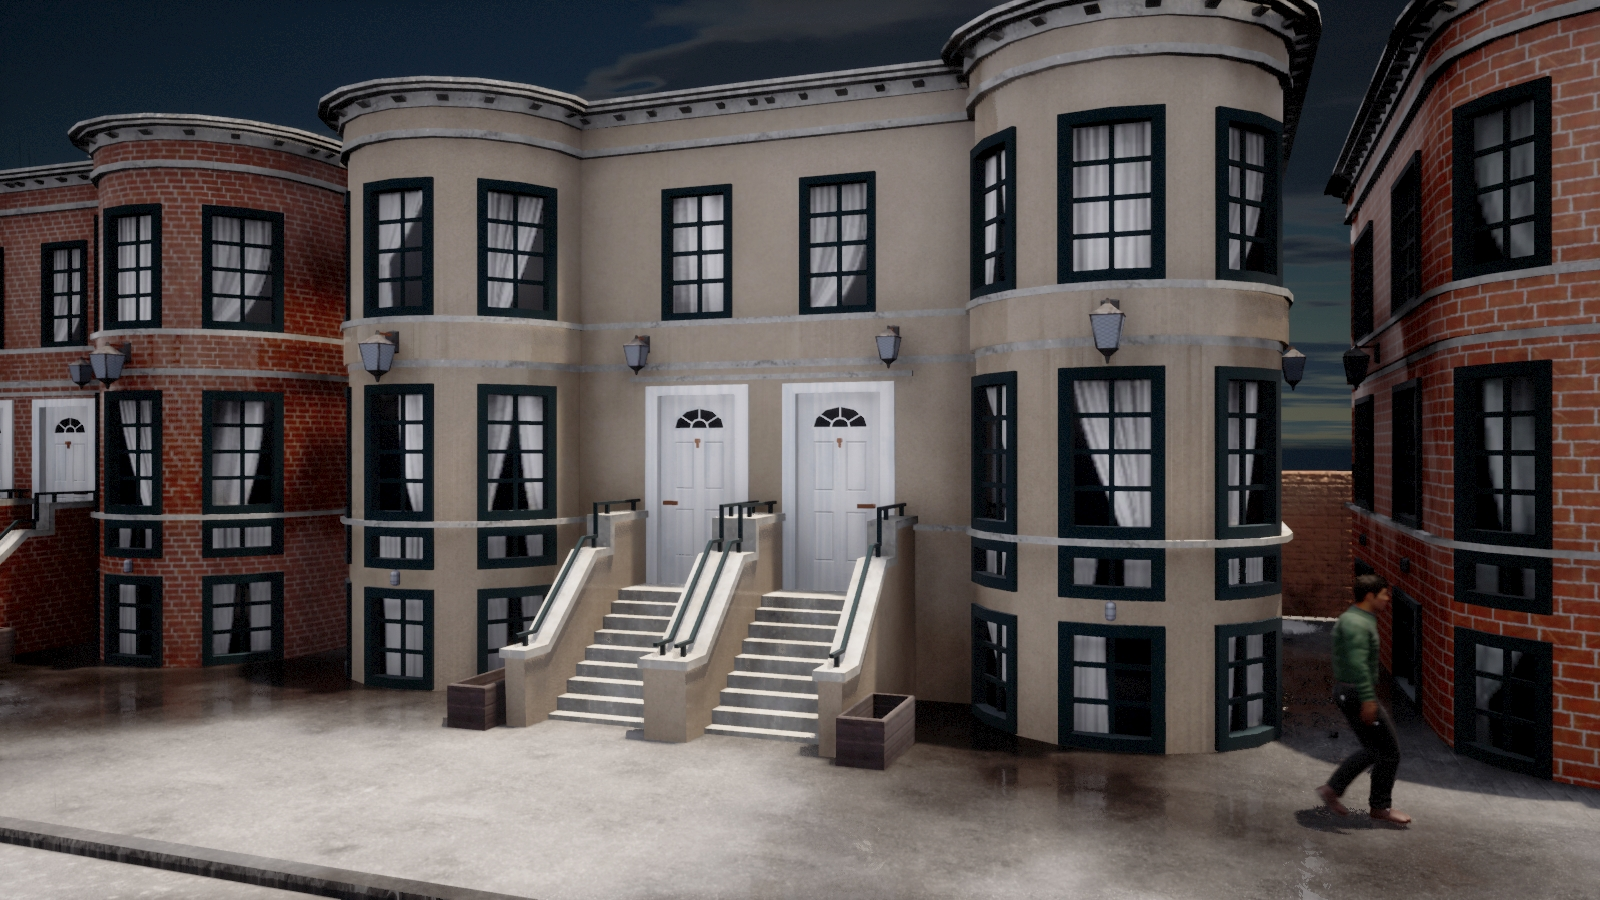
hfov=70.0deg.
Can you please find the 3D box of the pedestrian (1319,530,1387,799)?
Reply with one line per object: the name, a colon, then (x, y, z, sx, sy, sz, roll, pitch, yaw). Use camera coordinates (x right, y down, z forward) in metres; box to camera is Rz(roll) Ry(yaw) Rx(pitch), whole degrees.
pedestrian: (3.991, 1.524, 8.260, 0.375, 1.860, 0.375, 0, 0, 15)
